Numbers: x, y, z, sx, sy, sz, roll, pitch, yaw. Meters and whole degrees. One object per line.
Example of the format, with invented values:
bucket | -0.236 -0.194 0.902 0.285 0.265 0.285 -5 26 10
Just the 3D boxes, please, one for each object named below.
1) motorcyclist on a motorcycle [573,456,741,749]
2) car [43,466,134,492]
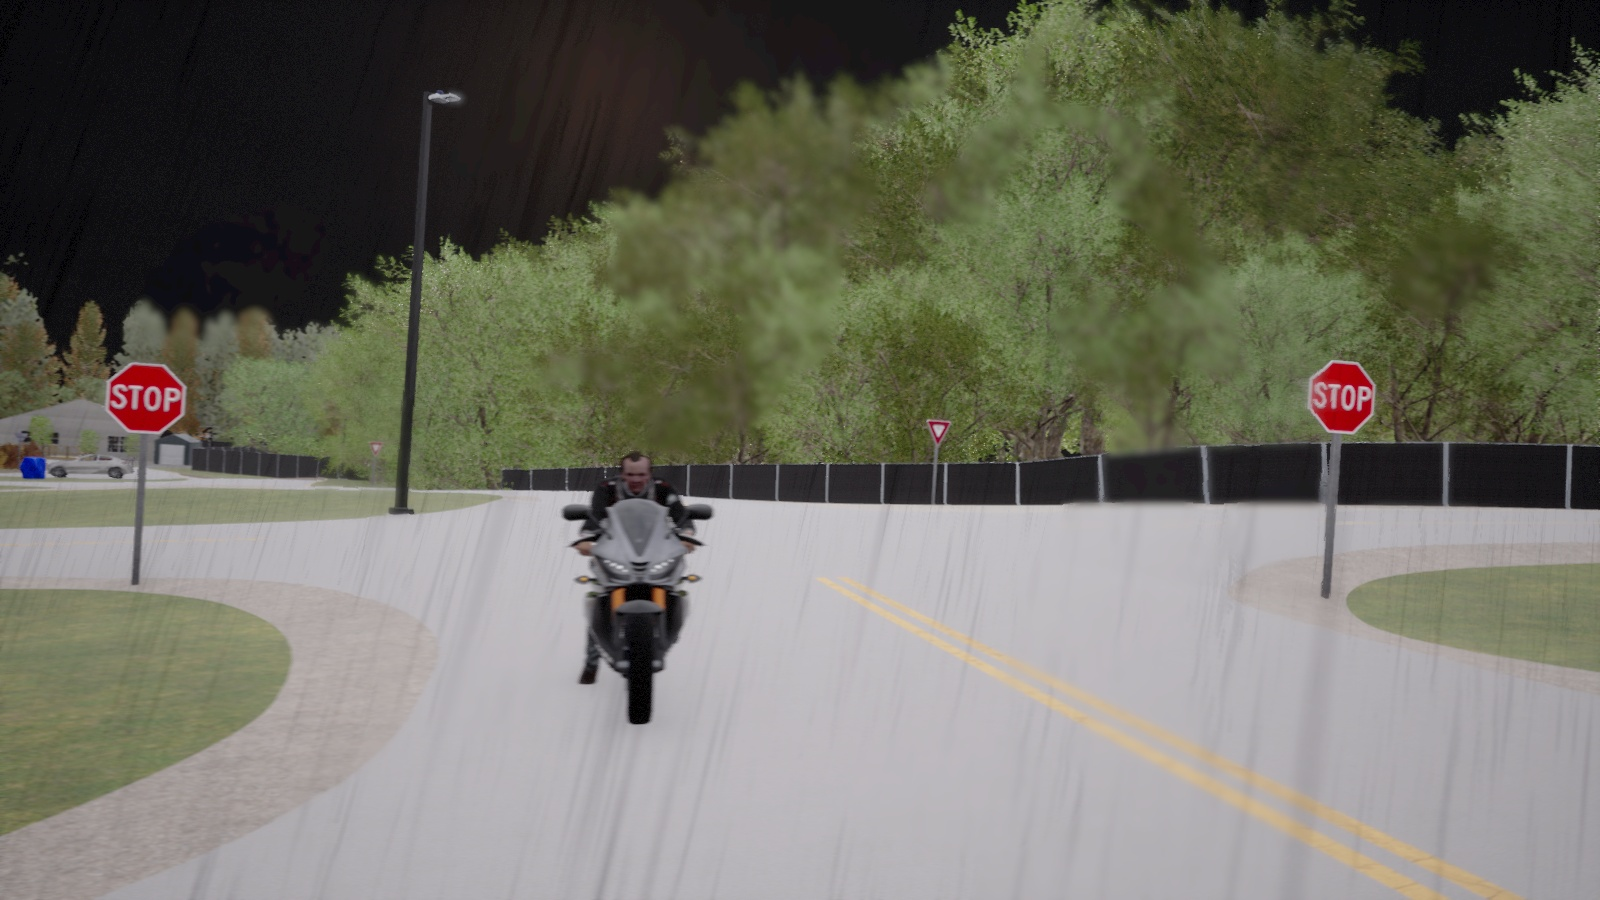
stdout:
motorcyclist on a motorcycle | -0.938 0.813 7.794 0.866 1.530 2.191 -1 0 -9
car | -47.160 1.921 83.357 5.027 1.651 2.152 1 -1 -24
